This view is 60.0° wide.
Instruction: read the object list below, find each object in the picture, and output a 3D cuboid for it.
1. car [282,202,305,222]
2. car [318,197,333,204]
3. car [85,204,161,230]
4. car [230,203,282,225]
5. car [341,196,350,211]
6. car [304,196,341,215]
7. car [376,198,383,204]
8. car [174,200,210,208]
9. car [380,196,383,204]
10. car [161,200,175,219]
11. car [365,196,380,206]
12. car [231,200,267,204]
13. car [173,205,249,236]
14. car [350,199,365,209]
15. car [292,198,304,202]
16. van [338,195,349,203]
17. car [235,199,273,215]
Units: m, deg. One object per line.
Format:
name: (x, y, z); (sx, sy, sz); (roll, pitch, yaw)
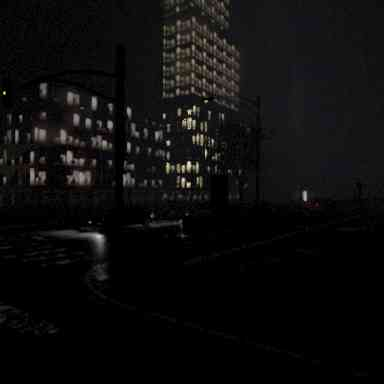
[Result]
car: (7.744, 1.771, 28.084); (1.802, 1.307, 4.206); (1, 0, 36)
car: (27.985, 1.835, 69.753); (1.947, 1.339, 4.313); (1, 0, 36)
car: (-4.530, 1.537, 21.435); (1.837, 1.490, 4.892); (1, 0, 36)
car: (4.486, 1.729, 23.678); (1.947, 1.339, 4.313); (1, 0, 36)
car: (18.260, 1.713, 42.428); (1.967, 1.590, 4.097); (1, 0, 36)
car: (14.987, 1.561, 37.945); (2.192, 1.841, 5.009); (1, 0, 36)
car: (44.626, 2.039, 78.160); (2.008, 1.369, 4.403); (1, 0, 36)
car: (1.050, 1.568, 28.974); (2.128, 1.511, 4.902); (1, 0, 37)
car: (41.328, 1.776, 73.696); (2.192, 1.841, 5.009); (1, 0, 36)
car: (-1.827, 1.466, 29.666); (1.967, 1.590, 4.097); (1, 0, 36)
car: (34.824, 1.933, 64.908); (1.752, 1.417, 4.829); (1, 0, 36)
car: (4.354, 1.626, 28.064); (2.128, 1.511, 4.902); (1, 0, 36)
car: (1.226, 1.688, 19.270); (2.008, 1.369, 4.403); (1, 0, 36)
car: (24.820, 1.766, 51.383); (1.967, 1.590, 4.097); (1, 0, 36)
car: (17.980, 1.712, 56.228); (1.752, 1.417, 4.829); (1, 0, 36)
van: (37.890, 1.692, 83.141); (1.690, 1.788, 3.998); (1, 0, 36)
car: (6.986, 1.615, 36.982); (2.128, 1.511, 4.902); (1, 0, 37)
